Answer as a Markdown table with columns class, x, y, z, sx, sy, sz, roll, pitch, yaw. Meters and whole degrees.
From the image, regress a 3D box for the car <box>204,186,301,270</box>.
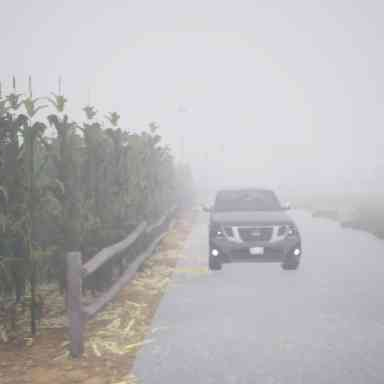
| class | x | y | z | sx | sy | sz | roll | pitch | yaw |
| --- | --- | --- | --- | --- | --- | --- | --- | --- | --- |
| car | 1.575 | 0.845 | 9.997 | 2.150 | 2.045 | 5.566 | -1 | 2 | 4 |

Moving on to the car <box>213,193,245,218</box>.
| class | x | y | z | sx | sy | sz | roll | pitch | yaw |
| --- | --- | --- | --- | --- | --- | --- | --- | --- | --- |
| car | 2.330 | 0.807 | 22.017 | 1.895 | 1.301 | 4.718 | -1 | 2 | 4 |
